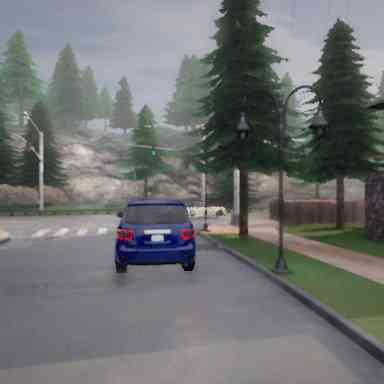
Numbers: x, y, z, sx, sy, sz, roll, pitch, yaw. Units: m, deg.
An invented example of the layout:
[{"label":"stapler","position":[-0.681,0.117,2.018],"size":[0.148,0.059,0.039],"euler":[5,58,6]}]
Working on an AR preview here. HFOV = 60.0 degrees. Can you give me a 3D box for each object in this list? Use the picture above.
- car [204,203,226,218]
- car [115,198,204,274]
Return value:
[{"label":"car","position":[0.442,1.418,25.789],"size":[4.718,1.301,1.895],"euler":[0,0,-38]},{"label":"car","position":[-1.252,1.214,10.764],"size":[2.150,2.045,5.566],"euler":[0,0,-9]}]
